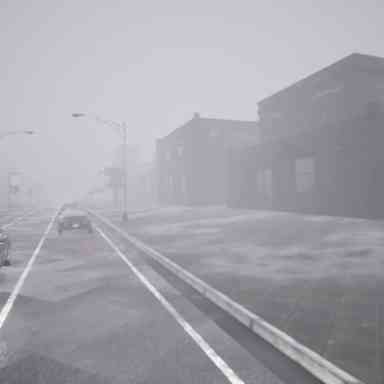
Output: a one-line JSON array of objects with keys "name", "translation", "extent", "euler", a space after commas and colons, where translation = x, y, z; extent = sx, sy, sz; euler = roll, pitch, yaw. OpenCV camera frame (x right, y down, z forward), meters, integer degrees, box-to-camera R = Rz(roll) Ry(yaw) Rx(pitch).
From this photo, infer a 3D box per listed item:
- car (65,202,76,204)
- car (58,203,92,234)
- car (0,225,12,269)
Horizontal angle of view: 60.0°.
[{"name": "car", "translation": [-13.619, 1.802, 37.514], "extent": [1.994, 1.385, 4.181], "euler": [-1, 0, -21]}, {"name": "car", "translation": [-7.220, 1.680, 20.503], "extent": [1.812, 1.442, 4.674], "euler": [-1, 0, -20]}, {"name": "car", "translation": [-6.214, 1.617, 9.095], "extent": [1.837, 1.490, 4.892], "euler": [-1, 0, -21]}]
